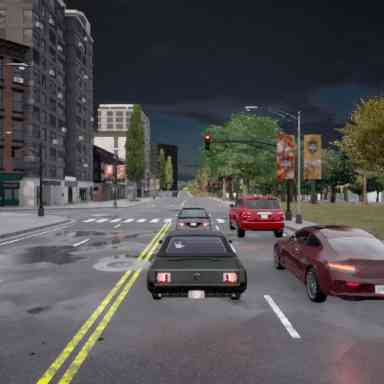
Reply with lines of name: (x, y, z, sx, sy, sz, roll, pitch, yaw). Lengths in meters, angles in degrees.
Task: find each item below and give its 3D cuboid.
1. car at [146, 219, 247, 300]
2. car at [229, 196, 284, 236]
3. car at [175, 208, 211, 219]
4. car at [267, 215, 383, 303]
car: (0.085, 1.599, 8.346, 1.895, 1.301, 4.718, 0, 0, 0)
car: (3.317, 1.217, 17.898, 2.150, 2.045, 5.566, 0, 0, 0)
car: (0.068, 1.543, 17.938, 2.033, 1.411, 5.357, 0, 0, 0)
car: (3.338, 1.524, 8.085, 1.812, 1.442, 4.674, 0, 0, 0)
